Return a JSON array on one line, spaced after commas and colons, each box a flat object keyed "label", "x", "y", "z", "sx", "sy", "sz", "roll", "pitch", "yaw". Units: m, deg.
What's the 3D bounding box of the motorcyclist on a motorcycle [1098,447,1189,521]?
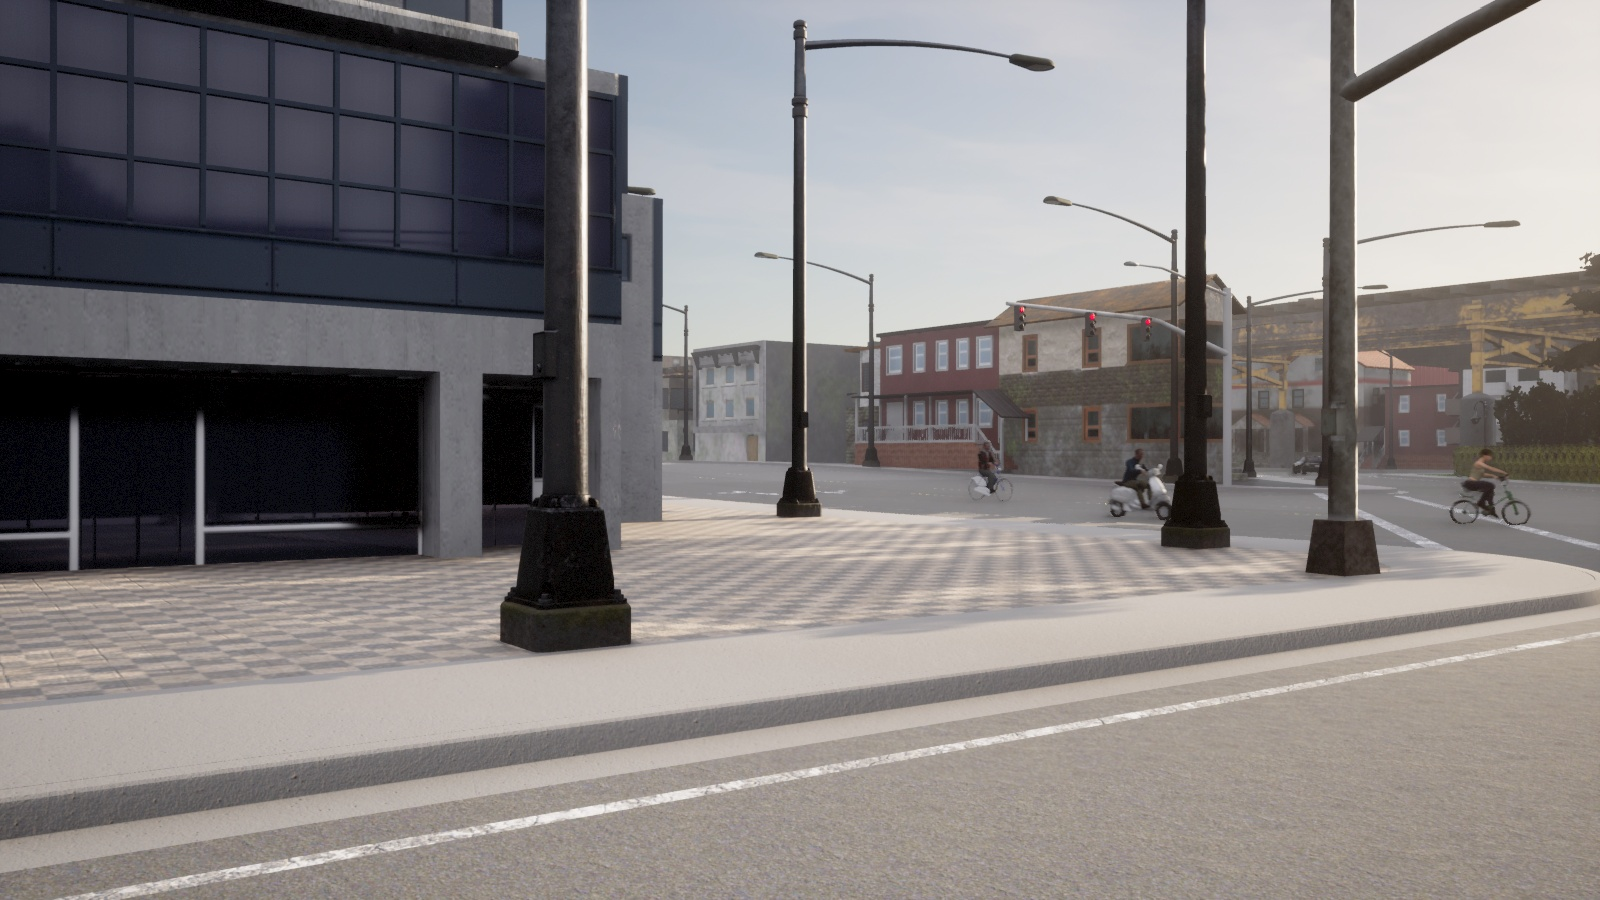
[{"label": "motorcyclist on a motorcycle", "x": 7.656, "y": 0.726, "z": 28.047, "sx": 0.866, "sy": 1.590, "sz": 1.817, "roll": 0, "pitch": 0, "yaw": -35}]

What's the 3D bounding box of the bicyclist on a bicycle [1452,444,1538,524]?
[{"label": "bicyclist on a bicycle", "x": 14.475, "y": 0.712, "z": 26.199, "sx": 1.509, "sy": 1.612, "sz": 0.866, "roll": 0, "pitch": -3, "yaw": 24}]

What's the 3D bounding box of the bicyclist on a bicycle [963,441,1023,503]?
[{"label": "bicyclist on a bicycle", "x": 5.663, "y": 0.626, "z": 36.936, "sx": 0.659, "sy": 1.776, "sz": 1.843, "roll": 0, "pitch": 0, "yaw": -35}]

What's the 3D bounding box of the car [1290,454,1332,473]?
[{"label": "car", "x": 37.144, "y": 0.953, "z": 91.348, "sx": 1.994, "sy": 1.385, "sz": 4.181, "roll": 0, "pitch": 0, "yaw": 10}]
